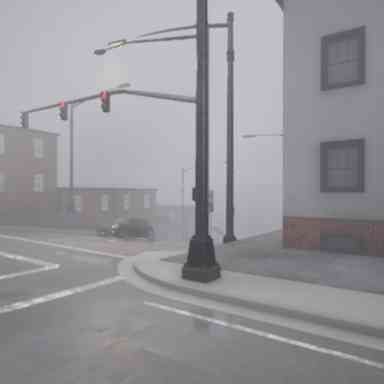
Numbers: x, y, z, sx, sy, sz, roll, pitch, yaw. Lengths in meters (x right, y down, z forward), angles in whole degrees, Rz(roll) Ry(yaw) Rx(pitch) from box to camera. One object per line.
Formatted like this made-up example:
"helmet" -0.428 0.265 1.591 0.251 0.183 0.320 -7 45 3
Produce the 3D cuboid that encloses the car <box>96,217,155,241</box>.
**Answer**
"car" -4.876 2.644 25.033 2.097 1.767 4.553 0 -8 36
